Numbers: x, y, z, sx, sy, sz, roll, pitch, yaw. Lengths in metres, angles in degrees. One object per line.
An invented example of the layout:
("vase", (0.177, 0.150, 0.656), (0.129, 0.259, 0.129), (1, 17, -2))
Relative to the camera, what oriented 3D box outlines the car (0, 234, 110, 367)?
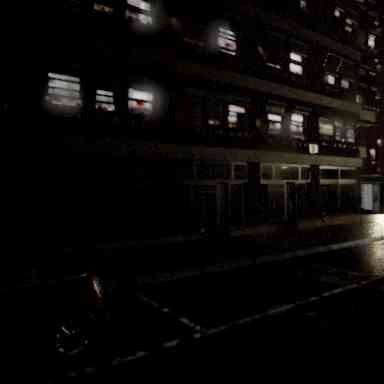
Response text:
("car", (-3.278, 1.442, 4.234), (4.097, 1.590, 1.967), (0, 0, -35))
